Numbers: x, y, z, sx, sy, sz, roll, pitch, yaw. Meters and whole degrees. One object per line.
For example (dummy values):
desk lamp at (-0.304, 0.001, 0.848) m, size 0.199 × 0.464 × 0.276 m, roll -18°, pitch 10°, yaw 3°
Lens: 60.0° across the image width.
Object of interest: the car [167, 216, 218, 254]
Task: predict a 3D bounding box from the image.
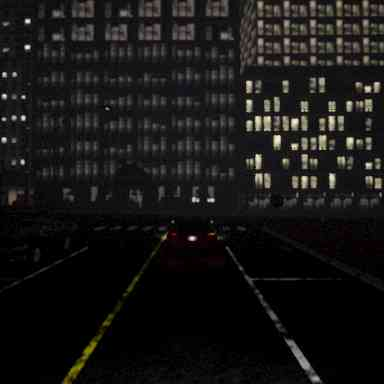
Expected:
car at (0.016, 1.704, 14.231) m, size 1.994 × 1.385 × 4.181 m, roll 0°, pitch -1°, yaw 0°

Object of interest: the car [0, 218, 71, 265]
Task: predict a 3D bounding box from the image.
car at (-5.802, 1.669, 12.053) m, size 2.008 × 1.369 × 4.403 m, roll 1°, pitch -1°, yaw 0°
